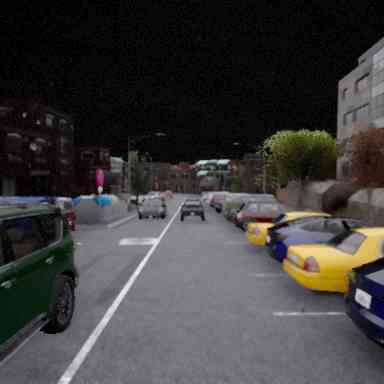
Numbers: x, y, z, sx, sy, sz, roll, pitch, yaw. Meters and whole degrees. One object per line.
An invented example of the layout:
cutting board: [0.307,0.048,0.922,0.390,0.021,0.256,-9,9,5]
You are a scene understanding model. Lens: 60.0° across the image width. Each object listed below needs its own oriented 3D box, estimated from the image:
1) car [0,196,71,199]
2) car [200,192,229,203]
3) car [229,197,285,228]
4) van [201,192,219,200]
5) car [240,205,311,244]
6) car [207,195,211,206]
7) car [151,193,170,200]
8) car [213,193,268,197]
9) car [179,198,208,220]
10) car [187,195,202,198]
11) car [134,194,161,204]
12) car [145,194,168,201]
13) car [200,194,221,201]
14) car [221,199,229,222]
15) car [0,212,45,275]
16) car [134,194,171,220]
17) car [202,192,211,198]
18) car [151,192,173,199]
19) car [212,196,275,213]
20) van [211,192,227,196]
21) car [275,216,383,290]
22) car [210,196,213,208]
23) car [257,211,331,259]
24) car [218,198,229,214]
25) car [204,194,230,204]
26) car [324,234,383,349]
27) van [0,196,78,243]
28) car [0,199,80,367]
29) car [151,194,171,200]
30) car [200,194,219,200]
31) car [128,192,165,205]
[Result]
car: [-7.732,1.194,12.632,5.566,2.045,2.435,0,0,0]
car: [4.499,1.046,66.011,5.566,2.045,2.435,0,0,0]
car: [4.583,1.303,18.521,4.553,1.767,2.185,0,0,0]
van: [4.380,1.019,82.770,4.442,1.987,1.878,0,1,0]
car: [4.811,1.441,12.933,5.366,1.575,1.946,0,0,0]
car: [4.602,1.396,40.871,4.792,1.488,2.163,0,0,0]
car: [-7.802,1.123,82.312,4.553,1.767,2.185,0,0,0]
car: [4.620,1.264,32.489,4.553,1.767,2.185,0,0,0]
car: [0.049,1.426,27.033,1.837,1.490,4.892,0,-1,0]
car: [0.015,1.388,42.178,1.837,1.490,4.892,0,0,0]
car: [-7.757,1.192,58.677,4.553,1.767,2.185,0,0,0]
car: [-7.822,1.279,73.368,4.892,1.521,2.231,0,0,0]
car: [4.508,1.260,79.977,4.892,1.521,2.231,0,0,0]
car: [4.604,1.422,21.313,4.892,1.521,2.231,0,0,0]
car: [-7.514,1.450,9.968,5.366,1.575,1.946,0,0,0]
car: [-3.139,1.276,27.385,2.097,1.767,4.553,0,0,0]
car: [4.591,1.100,46.457,5.566,2.045,2.435,0,0,0]
car: [-7.815,0.911,88.083,5.566,2.045,2.435,0,1,0]
car: [4.589,1.397,29.819,5.008,1.535,2.097,0,0,0]
van: [4.696,1.149,38.075,4.442,1.987,1.878,0,0,0]
car: [4.821,1.456,7.346,5.366,1.575,1.946,0,0,0]
car: [4.582,1.422,35.282,4.674,1.452,2.002,0,0,0]
car: [4.659,1.481,10.140,4.792,1.488,2.163,0,0,0]
car: [4.611,1.414,24.107,4.892,1.521,2.231,0,0,0]
car: [4.569,1.187,60.549,4.553,1.767,2.185,0,0,0]
car: [4.670,1.497,4.552,4.792,1.488,2.163,0,0,0]
van: [-7.826,1.212,15.423,4.442,1.987,1.878,0,0,0]
car: [-3.098,1.213,3.839,2.150,2.045,5.566,0,0,0]
car: [-7.843,1.218,85.143,5.008,1.535,2.097,0,1,0]
car: [4.485,1.211,85.580,4.892,1.521,2.231,0,1,0]
car: [-7.812,1.075,55.864,5.566,2.045,2.435,0,0,0]
